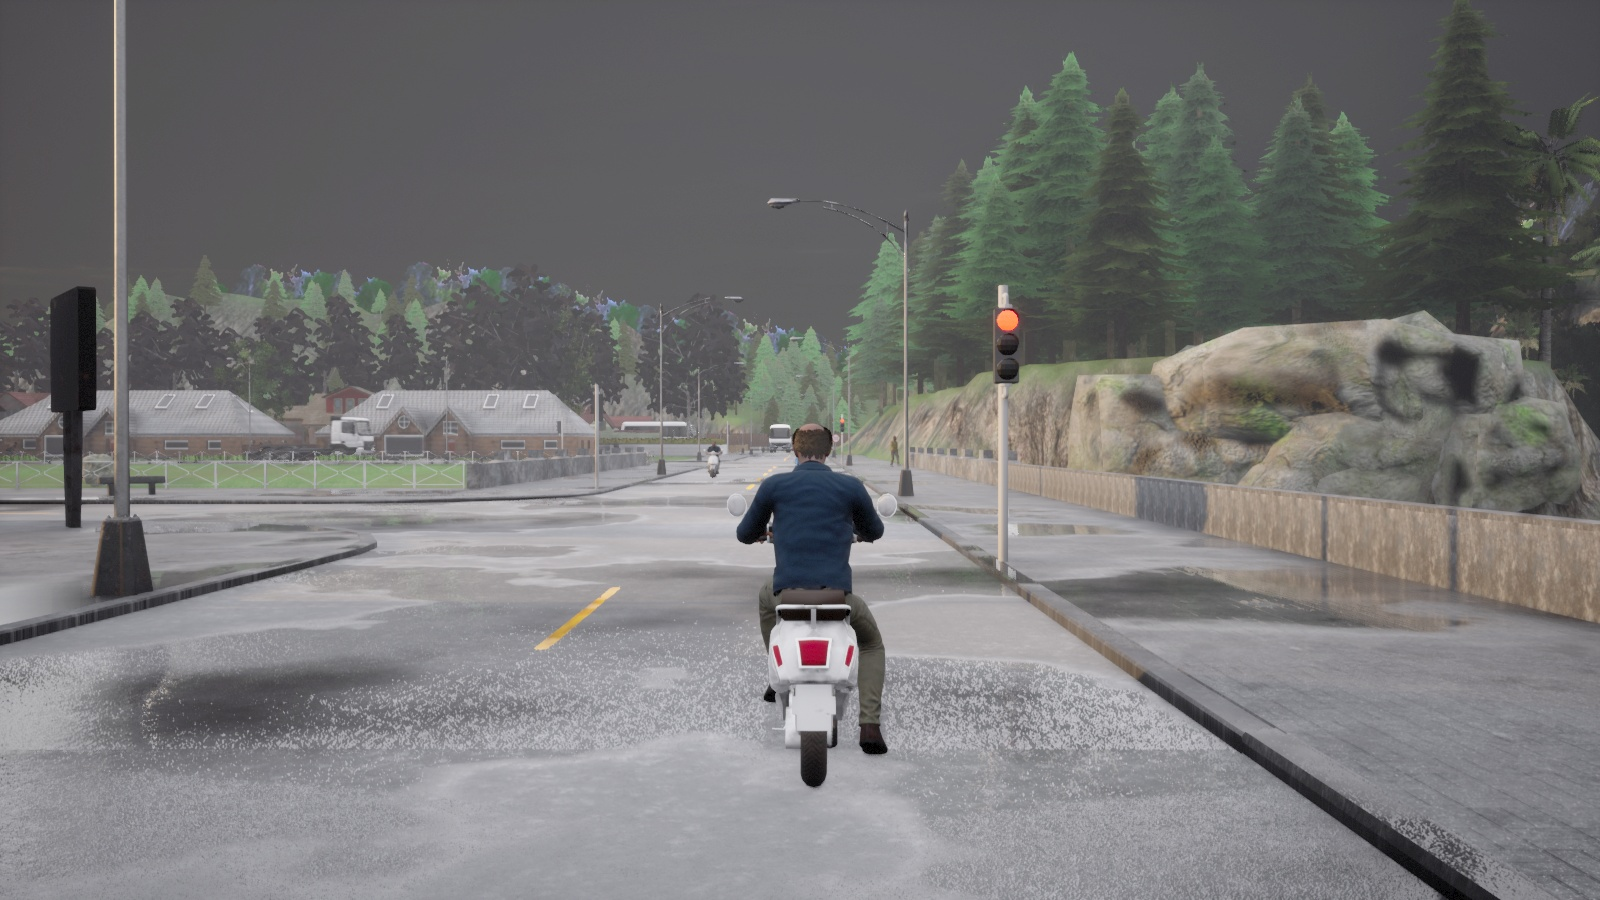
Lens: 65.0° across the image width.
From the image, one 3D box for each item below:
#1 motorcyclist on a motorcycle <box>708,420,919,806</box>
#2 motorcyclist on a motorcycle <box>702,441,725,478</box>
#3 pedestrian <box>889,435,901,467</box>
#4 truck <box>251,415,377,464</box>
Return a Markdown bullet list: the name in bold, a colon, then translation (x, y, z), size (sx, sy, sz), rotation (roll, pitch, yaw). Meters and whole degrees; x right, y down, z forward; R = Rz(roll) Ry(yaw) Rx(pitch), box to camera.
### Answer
- **motorcyclist on a motorcycle**: translation (0.059, 0.665, 6.070), size (0.866, 1.590, 1.817), rotation (0, 0, 0)
- **motorcyclist on a motorcycle**: translation (-3.686, 0.392, 53.520), size (0.866, 1.590, 1.817), rotation (0, 0, 0)
- **pedestrian**: translation (5.391, 0.056, 71.055), size (0.370, 1.835, 0.726), rotation (0, 0, -27)
- **truck**: translation (-34.914, -0.778, 90.450), size (7.936, 3.462, 2.891), rotation (0, 0, 0)
